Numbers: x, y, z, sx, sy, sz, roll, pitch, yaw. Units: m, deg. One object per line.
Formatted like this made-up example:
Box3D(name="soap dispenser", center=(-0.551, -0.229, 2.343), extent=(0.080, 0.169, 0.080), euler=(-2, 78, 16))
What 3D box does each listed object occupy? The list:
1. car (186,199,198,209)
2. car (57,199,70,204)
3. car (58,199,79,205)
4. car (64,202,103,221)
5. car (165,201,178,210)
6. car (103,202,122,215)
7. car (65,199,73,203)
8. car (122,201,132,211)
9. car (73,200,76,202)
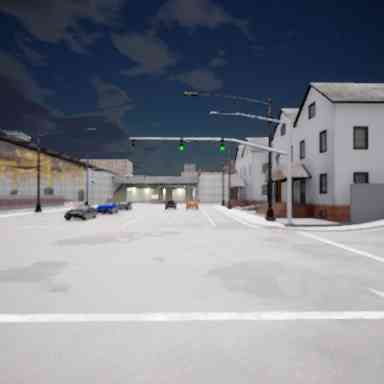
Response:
Box3D(name="car", center=(0.050, 2.092, 58.475), extent=(2.097, 1.767, 4.553), euler=(0, -1, 0))
Box3D(name="car", center=(-31.784, 2.337, 82.276), extent=(1.853, 1.218, 4.536), euler=(1, -1, -36))
Box3D(name="car", center=(-32.548, 2.562, 87.598), extent=(2.038, 1.542, 4.974), euler=(0, -1, 29))
Box3D(name="car", center=(-10.629, 1.958, 32.317), extent=(2.033, 1.411, 5.357), euler=(0, -1, 0))
Box3D(name="car", center=(-3.550, 2.220, 56.538), extent=(1.837, 1.490, 4.892), euler=(0, -1, 0))
Box3D(name="car", center=(-10.634, 2.010, 42.040), extent=(1.882, 1.535, 5.008), euler=(0, -1, 0))
Box3D(name="car", center=(-31.753, 2.494, 82.233), extent=(2.038, 1.542, 4.974), euler=(1, -1, -36))
Box3D(name="car", center=(-10.634, 2.188, 52.313), extent=(1.812, 1.442, 4.674), euler=(0, -1, 0))
Box3D(name="car", center=(-32.572, 2.404, 87.555), extent=(1.853, 1.218, 4.536), euler=(0, -1, 29))
